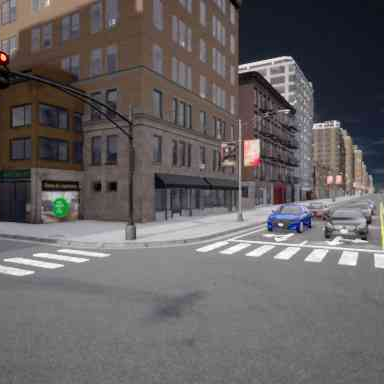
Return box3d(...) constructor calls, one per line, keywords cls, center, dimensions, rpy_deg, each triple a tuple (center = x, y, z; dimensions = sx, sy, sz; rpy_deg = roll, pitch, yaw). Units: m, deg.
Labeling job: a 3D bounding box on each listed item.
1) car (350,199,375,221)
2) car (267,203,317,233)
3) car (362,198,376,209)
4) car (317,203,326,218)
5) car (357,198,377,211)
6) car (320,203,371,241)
box3d(cls="car", center=(12.642, 1.534, 25.320), dimensions=(1.837, 1.490, 4.892), rpy_deg=(0, 0, 29))
box3d(cls="car", center=(6.047, 1.506, 20.222), dimensions=(1.882, 1.535, 5.008), rpy_deg=(0, 0, 30))
box3d(cls="car", center=(17.564, 1.541, 34.039), dimensions=(1.837, 1.490, 4.892), rpy_deg=(0, 0, 30))
box3d(cls="car", center=(10.440, 1.599, 28.034), dimensions=(1.994, 1.385, 4.181), rpy_deg=(0, 0, 29))
box3d(cls="car", center=(22.698, 1.534, 43.053), dimensions=(2.128, 1.511, 4.902), rpy_deg=(0, 0, 30))
box3d(cls="car", center=(8.100, 1.548, 17.259), dimensions=(1.812, 1.442, 4.674), rpy_deg=(0, 0, 29))
